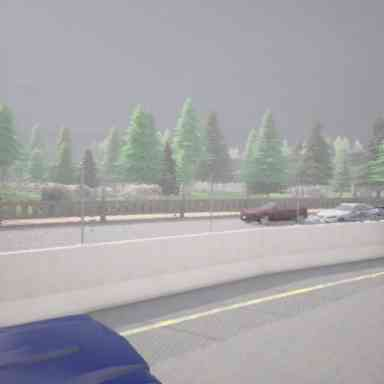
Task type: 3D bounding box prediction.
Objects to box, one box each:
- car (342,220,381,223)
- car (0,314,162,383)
[{"bbox_3d":[9.832,1.494,17.226,4.181,1.385,1.994,0,0,-25],"label":"car"},{"bbox_3d":[-2.460,1.594,1.896,4.718,1.301,1.895,0,0,-35],"label":"car"}]
